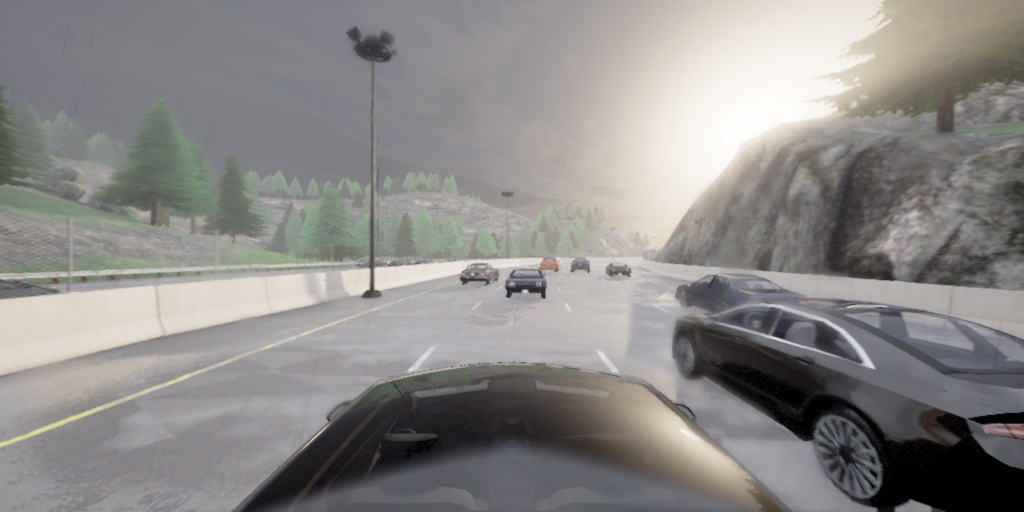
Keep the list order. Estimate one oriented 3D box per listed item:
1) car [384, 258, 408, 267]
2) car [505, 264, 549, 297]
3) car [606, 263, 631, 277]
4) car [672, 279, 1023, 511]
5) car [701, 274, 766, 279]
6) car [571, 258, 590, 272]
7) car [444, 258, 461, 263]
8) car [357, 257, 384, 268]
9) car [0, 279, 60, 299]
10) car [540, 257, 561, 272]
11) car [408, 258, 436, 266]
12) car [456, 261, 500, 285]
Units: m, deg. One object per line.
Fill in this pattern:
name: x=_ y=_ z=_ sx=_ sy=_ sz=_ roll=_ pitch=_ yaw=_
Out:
car: x=-15.382 y=0.986 z=49.886 sx=1.994 sy=1.385 sz=4.181 roll=0 pitch=0 yaw=13
car: x=0.798 y=1.279 z=18.281 sx=1.895 sy=1.301 sz=4.718 roll=0 pitch=0 yaw=5
car: x=9.942 y=1.267 z=33.861 sx=1.895 sy=1.301 sz=4.718 roll=0 pitch=0 yaw=10
car: x=3.690 y=1.255 z=4.356 sx=2.128 sy=1.511 sz=4.902 roll=0 pitch=0 yaw=1
car: x=7.372 y=1.299 z=12.078 sx=2.033 sy=1.411 sz=5.357 roll=0 pitch=0 yaw=4
car: x=8.316 y=0.964 z=43.142 sx=2.097 sy=1.767 sz=4.553 roll=1 pitch=0 yaw=13
car: x=-8.066 y=1.033 z=50.340 sx=1.994 sy=1.385 sz=4.181 roll=0 pitch=0 yaw=14
car: x=-19.142 y=0.892 z=49.102 sx=2.128 sy=1.511 sz=4.902 roll=0 pitch=0 yaw=13
car: x=-13.917 y=1.189 z=8.567 sx=1.994 sy=1.385 sz=4.181 roll=0 pitch=0 yaw=2
car: x=4.589 y=0.942 z=42.518 sx=2.097 sy=1.767 sz=4.553 roll=1 pitch=0 yaw=13
car: x=-11.966 y=1.012 z=49.126 sx=1.994 sy=1.385 sz=4.181 roll=0 pitch=0 yaw=13
car: x=-2.089 y=1.177 z=24.643 sx=2.033 sy=1.411 sz=5.357 roll=0 pitch=0 yaw=8
